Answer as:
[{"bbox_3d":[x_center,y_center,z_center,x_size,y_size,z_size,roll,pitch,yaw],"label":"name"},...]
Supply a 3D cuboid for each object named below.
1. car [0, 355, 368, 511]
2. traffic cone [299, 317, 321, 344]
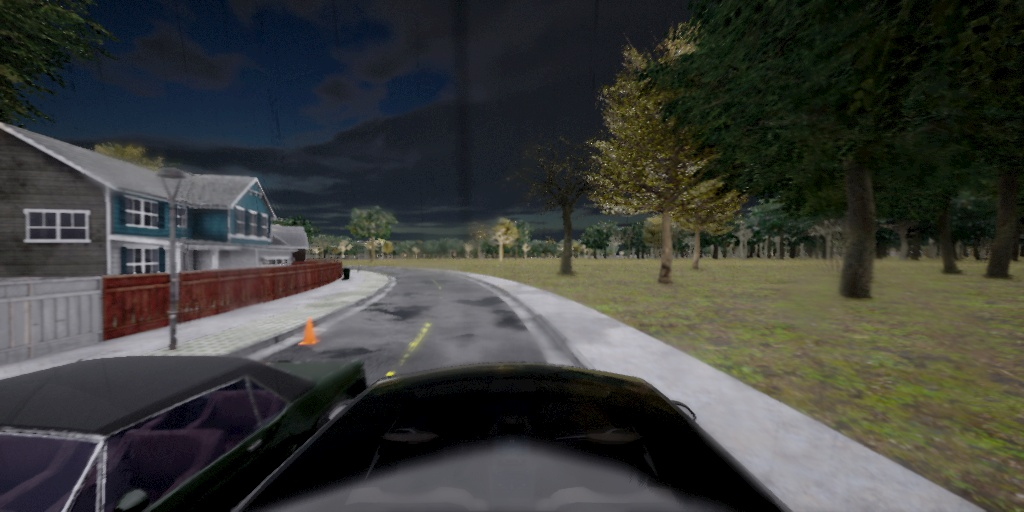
[{"bbox_3d":[-2.492,1.366,1.712,1.895,1.301,4.718,0,0,-1],"label":"car"},{"bbox_3d":[-4.690,1.718,8.319,0.340,0.580,0.340,0,0,-5],"label":"traffic cone"}]
